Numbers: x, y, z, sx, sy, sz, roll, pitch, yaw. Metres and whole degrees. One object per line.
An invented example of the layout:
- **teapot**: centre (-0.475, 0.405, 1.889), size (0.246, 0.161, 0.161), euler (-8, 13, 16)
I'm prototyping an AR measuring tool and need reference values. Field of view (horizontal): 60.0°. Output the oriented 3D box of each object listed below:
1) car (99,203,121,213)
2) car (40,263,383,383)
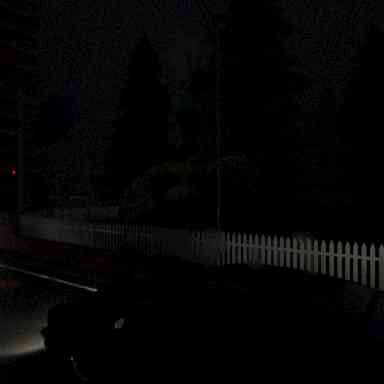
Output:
- **car**: centre (-8.151, 1.296, 36.002), size (2.097, 1.767, 4.553), euler (0, 0, 15)
- **car**: centre (0.622, 1.547, 3.550), size (5.357, 1.411, 2.033), euler (0, 0, 36)
